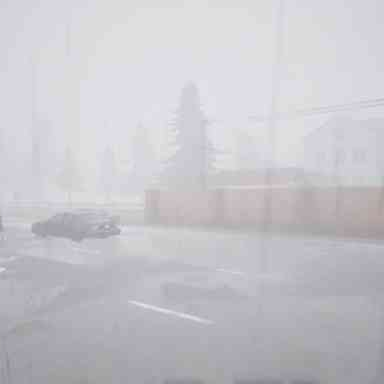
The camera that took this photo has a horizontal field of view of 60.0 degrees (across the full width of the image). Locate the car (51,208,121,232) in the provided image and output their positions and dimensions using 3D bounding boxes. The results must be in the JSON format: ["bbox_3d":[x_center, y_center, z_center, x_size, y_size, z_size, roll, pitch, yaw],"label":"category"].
[{"bbox_3d":[-7.045,1.769,21.919,4.718,1.301,1.895,-1,0,36],"label":"car"}]

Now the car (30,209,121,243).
[{"bbox_3d":[-5.981,1.681,16.861,5.357,1.411,2.033,-1,0,36],"label":"car"}]

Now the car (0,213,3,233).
[{"bbox_3d":[-11.608,1.397,16.577,5.566,2.045,2.150,-1,0,36],"label":"car"}]
